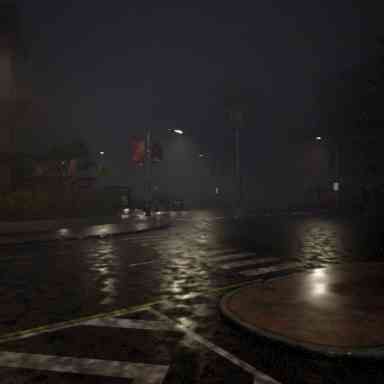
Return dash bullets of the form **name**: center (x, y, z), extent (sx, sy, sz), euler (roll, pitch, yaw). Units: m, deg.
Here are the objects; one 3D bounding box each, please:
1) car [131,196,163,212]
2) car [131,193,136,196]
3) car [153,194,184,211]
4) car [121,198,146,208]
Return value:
- **car**: center (-5.641, 1.526, 39.190), extent (1.812, 1.442, 4.674), euler (0, 0, -35)
- **car**: center (-13.392, 1.220, 68.456), extent (2.150, 2.045, 5.566), euler (0, 0, -39)
- **car**: center (-3.195, 1.221, 41.829), extent (2.150, 2.045, 5.566), euler (0, 0, -35)
- **car**: center (-8.782, 1.601, 49.841), extent (1.895, 1.301, 4.718), euler (0, 0, -34)
